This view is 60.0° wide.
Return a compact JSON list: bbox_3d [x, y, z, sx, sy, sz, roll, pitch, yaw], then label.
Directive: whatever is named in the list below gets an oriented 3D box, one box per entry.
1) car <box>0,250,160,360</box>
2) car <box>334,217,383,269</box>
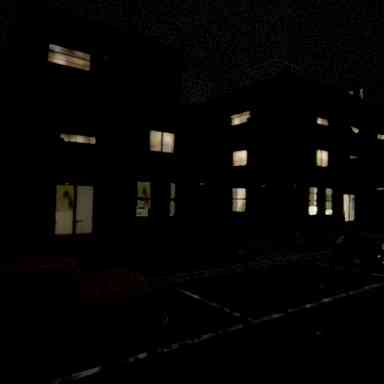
[{"bbox_3d":[-2.785,1.529,4.514,4.829,1.417,1.752,1,1,-35],"label":"car"},{"bbox_3d":[6.616,1.591,11.212,4.097,1.590,1.967,1,1,-35],"label":"car"}]
